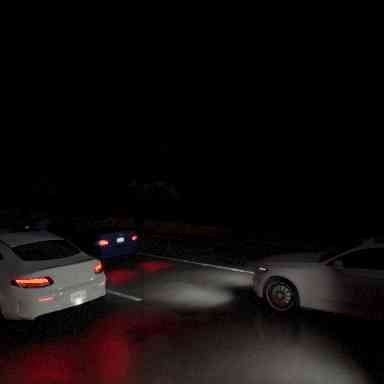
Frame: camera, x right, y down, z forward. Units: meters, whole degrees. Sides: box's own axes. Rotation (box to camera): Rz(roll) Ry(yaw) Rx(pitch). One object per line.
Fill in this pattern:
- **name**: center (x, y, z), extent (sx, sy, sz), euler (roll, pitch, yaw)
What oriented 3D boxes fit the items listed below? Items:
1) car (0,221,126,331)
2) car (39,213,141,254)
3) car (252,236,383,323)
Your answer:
- **car**: center (-3.677, 1.455, 6.651), extent (4.674, 1.442, 1.812), euler (1, 1, 36)
- **car**: center (-4.149, 1.431, 11.310), extent (5.357, 1.411, 2.033), euler (1, 1, 36)
- **car**: center (3.375, 1.525, 5.885), extent (4.674, 1.442, 1.812), euler (0, 0, 36)
